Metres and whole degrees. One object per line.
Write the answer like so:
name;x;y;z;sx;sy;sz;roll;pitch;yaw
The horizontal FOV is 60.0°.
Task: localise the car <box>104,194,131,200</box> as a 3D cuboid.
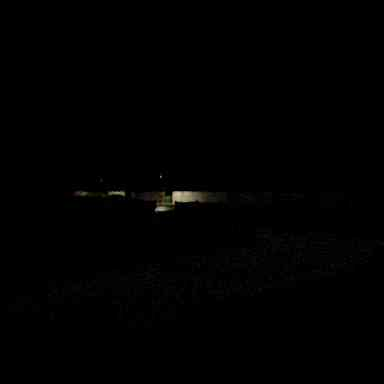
car;-8.487;0.959;37.534;1.882;1.535;5.008;-2;1;-35
